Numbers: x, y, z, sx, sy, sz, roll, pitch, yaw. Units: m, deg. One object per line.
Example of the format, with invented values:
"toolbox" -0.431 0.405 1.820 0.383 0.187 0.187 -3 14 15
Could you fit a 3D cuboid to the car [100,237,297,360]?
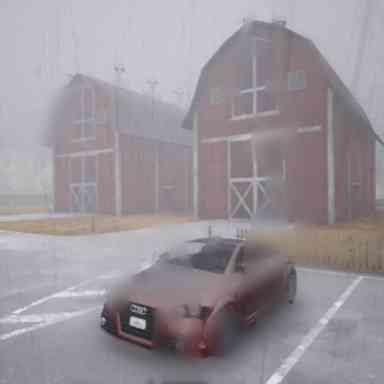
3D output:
"car" 0.407 1.574 6.107 1.994 1.381 4.181 -1 0 35
